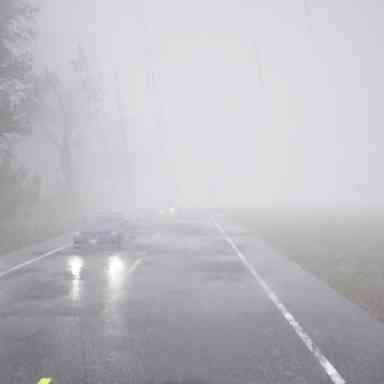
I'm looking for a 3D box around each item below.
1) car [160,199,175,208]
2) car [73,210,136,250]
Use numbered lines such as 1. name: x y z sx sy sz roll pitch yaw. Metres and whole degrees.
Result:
1. car: -3.555 1.643 48.665 1.895 1.301 4.718 0 0 1
2. car: -3.602 1.543 14.475 1.812 1.442 4.674 0 0 0
